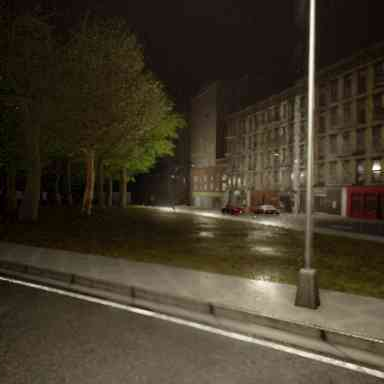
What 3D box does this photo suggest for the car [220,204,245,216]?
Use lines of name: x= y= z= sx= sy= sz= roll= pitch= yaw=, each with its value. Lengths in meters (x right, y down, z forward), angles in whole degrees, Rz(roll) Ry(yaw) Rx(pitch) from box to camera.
car: x=5.293 y=2.321 z=43.493 sx=1.812 sy=1.442 sz=4.674 roll=1 pitch=-1 yaw=-20

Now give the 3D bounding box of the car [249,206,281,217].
car: x=9.184 y=2.409 z=42.317 sx=1.895 sy=1.301 sz=4.718 roll=1 pitch=-1 yaw=-20
